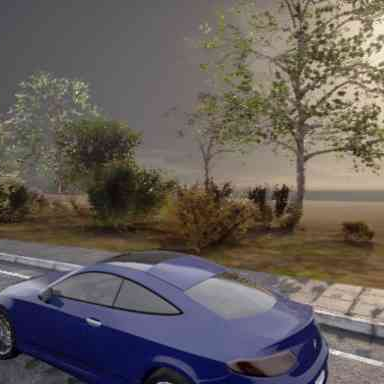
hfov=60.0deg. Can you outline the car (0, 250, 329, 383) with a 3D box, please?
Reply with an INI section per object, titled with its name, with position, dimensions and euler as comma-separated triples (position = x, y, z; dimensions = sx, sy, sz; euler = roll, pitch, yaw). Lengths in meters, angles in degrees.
[car]
position = -0.756, 1.511, 4.298
dimensions = 4.674, 1.442, 1.812
euler = 0, 0, 34
